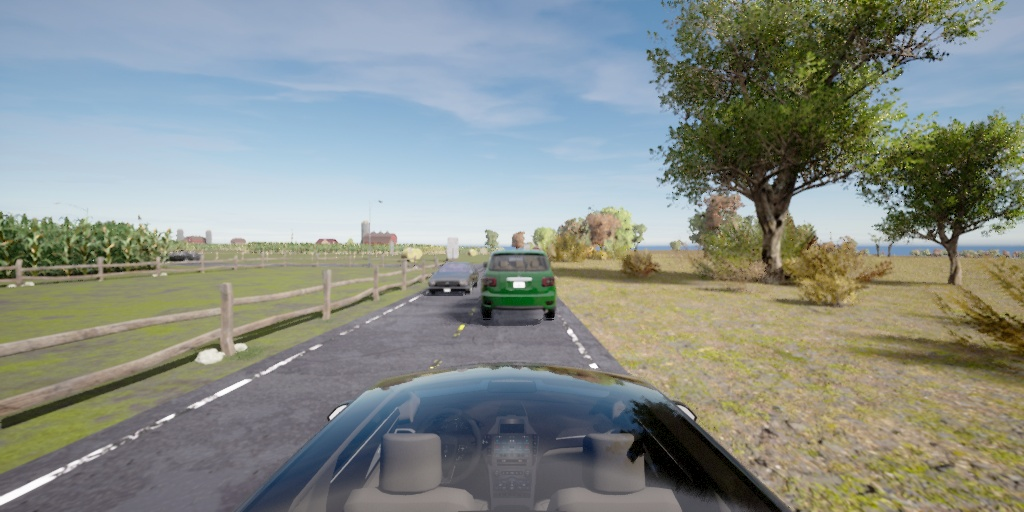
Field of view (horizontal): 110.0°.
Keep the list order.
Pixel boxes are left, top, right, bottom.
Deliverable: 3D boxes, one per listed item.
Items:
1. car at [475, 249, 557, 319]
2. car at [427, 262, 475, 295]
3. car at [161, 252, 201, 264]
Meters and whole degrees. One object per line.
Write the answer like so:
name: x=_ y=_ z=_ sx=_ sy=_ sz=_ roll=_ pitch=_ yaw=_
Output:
car: x=0.188 y=0.789 z=12.051 sx=2.150 sy=2.045 sz=5.566 roll=0 pitch=1 yaw=0
car: x=-2.713 y=1.012 z=17.773 sx=2.033 sy=1.411 sz=5.357 roll=0 pitch=1 yaw=1
car: x=-41.914 y=0.184 z=45.384 sx=4.902 sy=1.511 sz=2.128 roll=1 pitch=2 yaw=0
